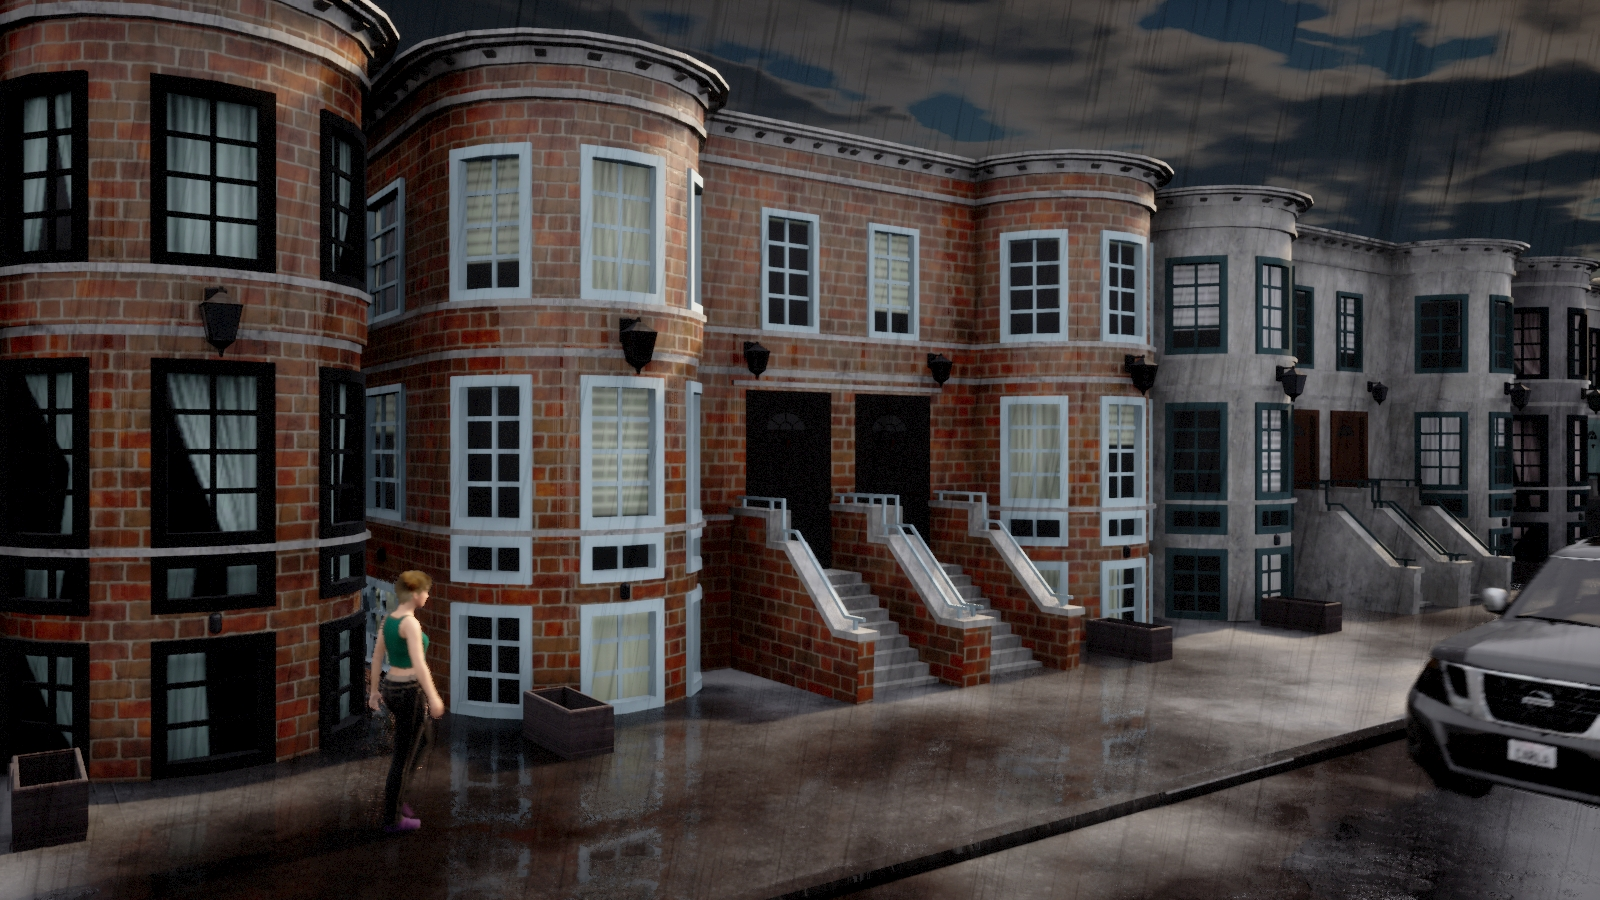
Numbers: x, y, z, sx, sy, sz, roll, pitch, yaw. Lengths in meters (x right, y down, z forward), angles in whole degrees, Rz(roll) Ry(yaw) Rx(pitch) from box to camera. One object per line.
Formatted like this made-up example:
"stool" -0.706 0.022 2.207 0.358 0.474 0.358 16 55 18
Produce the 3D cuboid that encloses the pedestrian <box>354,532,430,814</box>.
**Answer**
"pedestrian" -2.842 1.523 7.962 0.375 1.860 0.375 0 0 -44

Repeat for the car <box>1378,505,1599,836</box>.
"car" 7.364 1.558 9.549 5.566 2.045 2.150 0 0 -35
